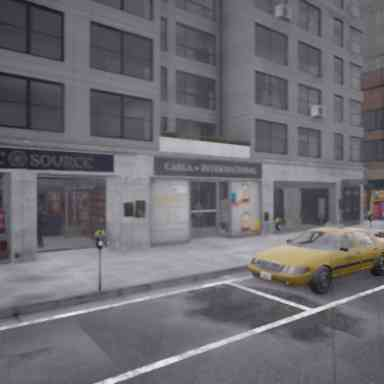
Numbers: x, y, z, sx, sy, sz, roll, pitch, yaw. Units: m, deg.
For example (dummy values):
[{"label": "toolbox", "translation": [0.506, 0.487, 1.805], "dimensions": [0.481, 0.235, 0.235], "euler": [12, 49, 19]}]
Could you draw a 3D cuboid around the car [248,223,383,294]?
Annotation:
[{"label": "car", "translation": [3.594, 1.522, 8.750], "dimensions": [4.829, 1.417, 1.752], "euler": [0, 0, -35]}]
